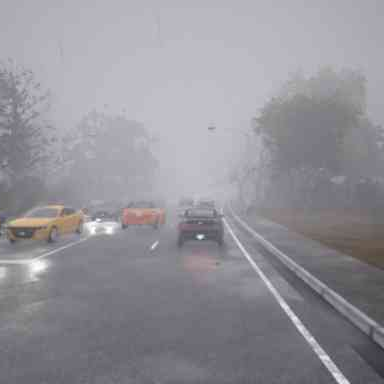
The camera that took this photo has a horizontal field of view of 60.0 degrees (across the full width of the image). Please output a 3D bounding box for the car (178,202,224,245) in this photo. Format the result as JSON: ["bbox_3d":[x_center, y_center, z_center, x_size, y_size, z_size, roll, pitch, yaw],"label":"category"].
[{"bbox_3d":[0.397,1.438,15.103,1.837,1.490,4.892,0,0,2],"label":"car"}]

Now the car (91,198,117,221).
[{"bbox_3d":[-6.330,1.446,25.864,1.994,1.385,4.181,0,0,3],"label":"car"}]

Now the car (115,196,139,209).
[{"bbox_3d":[-8.483,1.305,43.931,1.837,1.490,4.892,0,0,5],"label":"car"}]

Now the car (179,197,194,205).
[{"bbox_3d":[-0.755,1.379,49.801,1.895,1.301,4.718,0,0,6],"label":"car"}]

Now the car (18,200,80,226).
[{"bbox_3d":[-9.944,1.381,23.726,2.128,1.511,4.902,0,0,3],"label":"car"}]

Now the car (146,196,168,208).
[{"bbox_3d":[-4.775,1.284,46.059,2.128,1.511,4.902,0,0,5],"label":"car"}]

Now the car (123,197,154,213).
[{"bbox_3d":[-5.657,1.329,35.826,2.128,1.511,4.902,0,0,5],"label":"car"}]

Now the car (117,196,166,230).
[{"bbox_3d":[-2.871,1.259,20.562,2.097,1.767,4.553,0,0,2],"label":"car"}]

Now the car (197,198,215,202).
[{"bbox_3d":[1.535,1.365,36.299,1.812,1.442,4.674,0,0,4],"label":"car"}]

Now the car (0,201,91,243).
[{"bbox_3d":[-6.771,1.403,15.937,1.882,1.535,5.008,0,0,2],"label":"car"}]
